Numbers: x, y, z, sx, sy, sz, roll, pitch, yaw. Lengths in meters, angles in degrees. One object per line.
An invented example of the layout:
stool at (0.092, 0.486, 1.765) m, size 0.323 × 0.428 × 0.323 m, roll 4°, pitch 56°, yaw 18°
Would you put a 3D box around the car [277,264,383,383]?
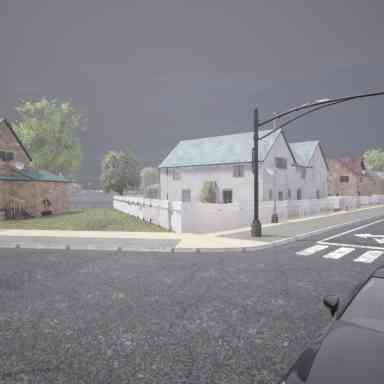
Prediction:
car at (2.542, 1.524, 3.432) m, size 1.812 × 1.442 × 4.674 m, roll 0°, pitch 0°, yaw 42°
